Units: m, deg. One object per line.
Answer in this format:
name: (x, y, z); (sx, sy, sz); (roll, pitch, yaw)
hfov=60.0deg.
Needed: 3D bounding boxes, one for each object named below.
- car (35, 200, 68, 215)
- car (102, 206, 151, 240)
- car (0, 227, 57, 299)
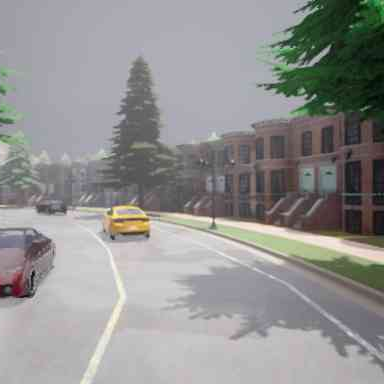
car: (-14.620, 1.563, 34.488); (2.128, 1.511, 4.902); (0, 0, -44)
car: (-3.531, 1.484, 17.406); (1.882, 1.535, 5.008); (0, 0, -21)
car: (-4.666, 1.590, 8.203); (1.994, 1.385, 4.181); (0, 0, -12)
